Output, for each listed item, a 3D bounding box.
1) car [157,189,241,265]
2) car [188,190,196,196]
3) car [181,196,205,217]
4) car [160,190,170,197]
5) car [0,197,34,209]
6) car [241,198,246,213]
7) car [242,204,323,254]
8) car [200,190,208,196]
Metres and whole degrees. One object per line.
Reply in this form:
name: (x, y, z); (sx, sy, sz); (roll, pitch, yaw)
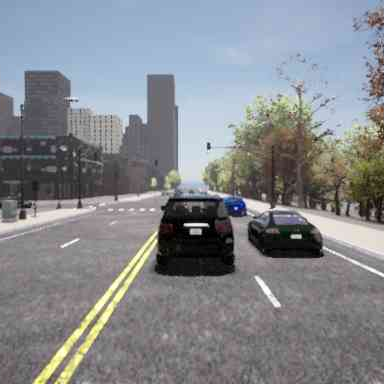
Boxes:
car: (0.093, 1.055, 11.168); (2.150, 2.045, 5.566); (0, 1, 0)
car: (-0.074, 0.198, 87.531); (2.128, 1.511, 4.902); (0, 1, 0)
car: (0.079, 1.114, 27.471); (1.812, 1.442, 4.674); (0, 1, 0)
car: (-6.566, 0.298, 81.504); (2.128, 1.511, 4.902); (0, 1, 0)
car: (-19.984, 1.263, 37.090); (4.313, 1.339, 1.947); (-1, 2, 0)
car: (3.329, 1.063, 27.652); (1.882, 1.535, 5.008); (0, 1, 0)
car: (3.338, 1.372, 12.645); (1.994, 1.385, 4.181); (0, 1, 0)
car: (3.176, 0.212, 87.534); (2.033, 1.411, 5.357); (0, 1, 0)
